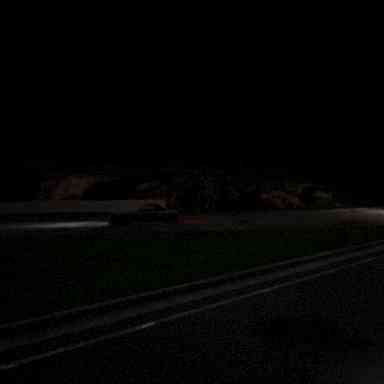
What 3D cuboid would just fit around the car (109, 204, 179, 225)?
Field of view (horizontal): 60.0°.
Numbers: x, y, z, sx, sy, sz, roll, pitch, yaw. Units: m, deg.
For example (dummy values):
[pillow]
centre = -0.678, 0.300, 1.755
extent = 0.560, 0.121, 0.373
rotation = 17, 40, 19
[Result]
[car]
centre = -3.332, 1.503, 23.140
extent = 4.718, 1.301, 1.895
rotation = 0, 0, -10
